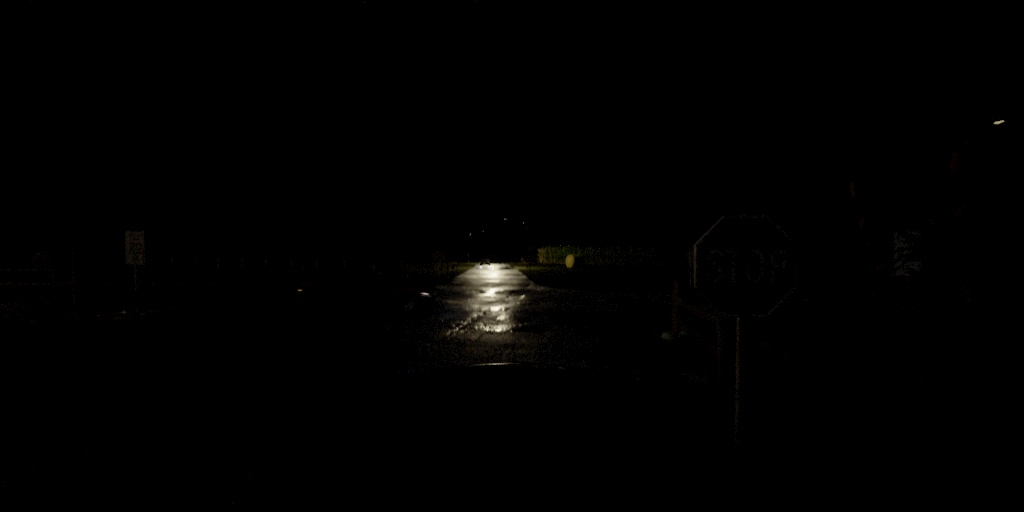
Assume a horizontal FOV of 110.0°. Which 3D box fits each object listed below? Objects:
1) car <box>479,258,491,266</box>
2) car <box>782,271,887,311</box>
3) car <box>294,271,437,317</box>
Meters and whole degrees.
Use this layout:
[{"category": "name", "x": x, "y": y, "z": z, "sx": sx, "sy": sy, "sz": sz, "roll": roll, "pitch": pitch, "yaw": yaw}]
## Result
[{"category": "car", "x": -4.870, "y": 1.085, "z": 65.300, "sx": 1.837, "sy": 1.490, "sz": 4.892, "roll": 0, "pitch": 0, "yaw": -4}, {"category": "car", "x": 12.065, "y": 1.333, "z": 14.215, "sx": 4.892, "sy": 1.490, "sz": 1.837, "roll": 0, "pitch": 1, "yaw": -6}, {"category": "car", "x": -4.999, "y": 1.245, "z": 12.553, "sx": 4.674, "sy": 1.442, "sz": 1.812, "roll": 0, "pitch": 1, "yaw": -5}]
